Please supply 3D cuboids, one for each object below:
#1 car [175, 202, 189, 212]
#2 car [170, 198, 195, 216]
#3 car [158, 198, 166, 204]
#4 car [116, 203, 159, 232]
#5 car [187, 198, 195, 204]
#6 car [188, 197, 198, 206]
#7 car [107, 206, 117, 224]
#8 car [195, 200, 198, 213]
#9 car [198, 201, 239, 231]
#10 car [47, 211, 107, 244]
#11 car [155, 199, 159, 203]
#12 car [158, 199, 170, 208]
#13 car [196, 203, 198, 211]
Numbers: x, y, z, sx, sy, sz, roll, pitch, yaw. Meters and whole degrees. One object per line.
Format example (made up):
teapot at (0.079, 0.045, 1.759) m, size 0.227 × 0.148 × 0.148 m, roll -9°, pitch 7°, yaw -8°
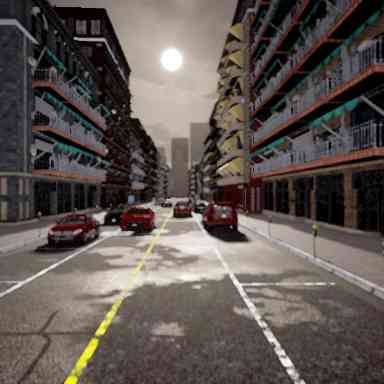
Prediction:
car at (-1.429, 2.159, 48.137) m, size 1.895 × 1.301 × 4.718 m, roll 0°, pitch -1°, yaw -1°
car at (-1.089, 1.794, 38.373) m, size 2.097 × 1.767 × 4.553 m, roll 0°, pitch -1°, yaw -2°
car at (-8.130, 2.510, 90.255) m, size 1.967 × 1.590 × 4.097 m, roll -1°, pitch -1°, yaw -2°
car at (-3.516, 1.736, 22.397) m, size 1.882 × 1.535 × 5.008 m, roll 0°, pitch -1°, yaw -2°
car at (-0.243, 2.503, 90.295) m, size 1.967 × 1.590 × 4.097 m, roll -1°, pitch -1°, yaw -2°
car at (0.097, 2.240, 78.974) m, size 2.192 × 1.841 × 5.009 m, roll -1°, pitch -1°, yaw -2°
car at (-6.172, 1.893, 28.126) m, size 1.947 × 1.339 × 4.313 m, roll -1°, pitch -1°, yaw -2°
car at (1.148, 2.084, 45.004) m, size 1.947 × 1.339 × 4.313 m, roll -1°, pitch -1°, yaw -2°
car at (1.858, 1.569, 22.362) m, size 2.192 × 1.841 × 5.009 m, roll -1°, pitch -1°, yaw -2°
car at (-5.816, 1.779, 16.830) m, size 1.802 × 1.307 × 4.206 m, roll -1°, pitch -1°, yaw -2°
car at (-7.774, 2.372, 78.959) m, size 1.967 × 1.590 × 4.097 m, roll -1°, pitch -1°, yaw -2°
car at (-4.739, 2.302, 62.936) m, size 1.994 × 1.385 × 4.181 m, roll 0°, pitch -1°, yaw -1°
car at (1.683, 1.870, 28.020) m, size 2.008 × 1.369 × 4.403 m, roll -1°, pitch -1°, yaw -2°
